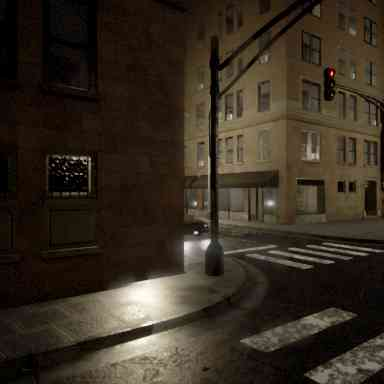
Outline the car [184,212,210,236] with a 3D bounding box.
[{"bbox_3d":[-1.352,1.514,17.715,2.033,1.411,5.357,0,0,-36],"label":"car"}]
